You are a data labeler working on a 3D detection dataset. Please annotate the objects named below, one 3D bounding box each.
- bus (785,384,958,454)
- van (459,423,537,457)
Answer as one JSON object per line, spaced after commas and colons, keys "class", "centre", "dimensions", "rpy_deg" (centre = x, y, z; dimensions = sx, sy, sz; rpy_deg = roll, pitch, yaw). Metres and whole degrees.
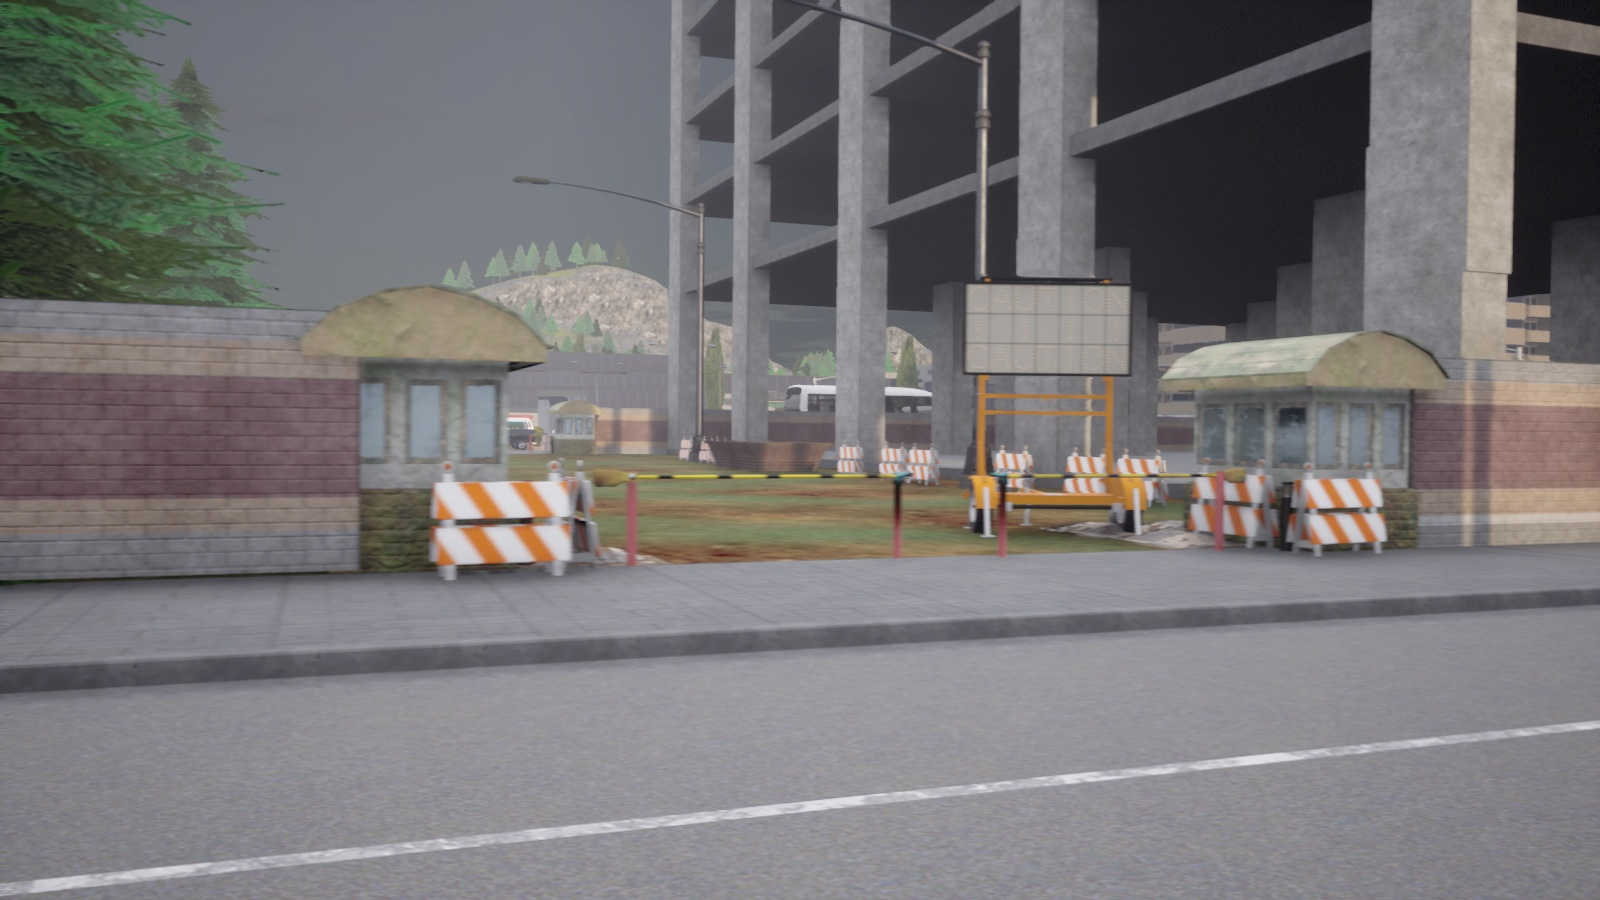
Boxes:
{"class": "bus", "centre": [4.556, -1.998, 80.119], "dimensions": [10.273, 4.253, 3.944], "rpy_deg": [-1, 1, -22]}
{"class": "van", "centre": [-18.849, -0.610, 78.434], "dimensions": [4.480, 2.038, 2.069], "rpy_deg": [-1, 1, -22]}
